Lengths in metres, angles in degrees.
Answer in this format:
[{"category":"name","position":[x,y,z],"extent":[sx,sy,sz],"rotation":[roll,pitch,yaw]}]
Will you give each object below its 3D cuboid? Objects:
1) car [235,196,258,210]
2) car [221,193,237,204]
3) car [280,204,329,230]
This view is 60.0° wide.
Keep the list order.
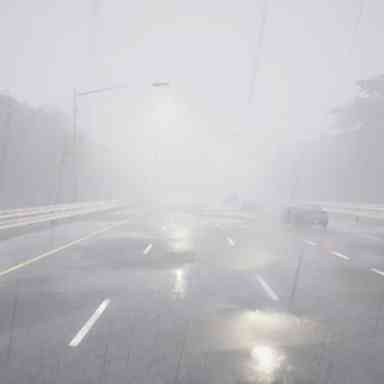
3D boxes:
[{"category":"car","position":[7.124,1.562,42.741],"extent":[1.994,1.385,4.181],"rotation":[0,0,0]},{"category":"car","position":[7.241,1.200,61.741],"extent":[2.150,2.045,5.566],"rotation":[0,0,0]},{"category":"car","position":[7.037,1.492,21.261],"extent":[2.128,1.511,4.902],"rotation":[0,0,0]}]
